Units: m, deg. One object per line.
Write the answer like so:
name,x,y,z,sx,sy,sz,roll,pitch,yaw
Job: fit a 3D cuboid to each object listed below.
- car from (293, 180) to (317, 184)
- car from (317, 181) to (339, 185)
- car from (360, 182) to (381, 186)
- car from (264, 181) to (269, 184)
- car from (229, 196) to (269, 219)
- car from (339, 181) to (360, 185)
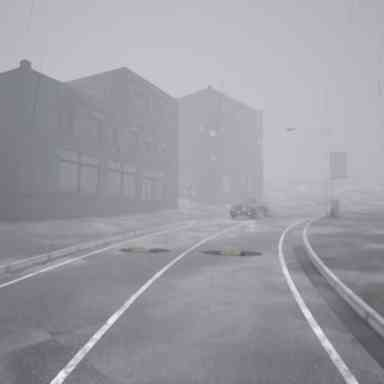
car,27.000,-2.043,80.950,4.892,1.521,2.231,0,-5,-5
car,32.496,-1.991,81.462,4.892,1.521,2.231,1,-5,-5
car,43.508,-1.819,82.811,5.008,1.535,2.097,1,-5,-8
car,16.104,-2.247,79.962,4.553,1.767,2.185,0,-5,-5
car,5.412,1.415,31.028,2.150,2.045,5.566,-3,-2,31
car,38.009,-1.873,82.075,4.674,1.452,2.002,1,-5,-6
